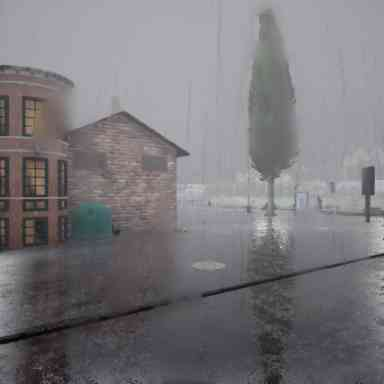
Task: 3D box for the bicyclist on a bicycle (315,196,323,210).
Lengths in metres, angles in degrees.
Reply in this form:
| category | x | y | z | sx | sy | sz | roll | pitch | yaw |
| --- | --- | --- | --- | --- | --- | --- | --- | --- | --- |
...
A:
| category | x | y | z | sx | sy | sz | roll | pitch | yaw |
| --- | --- | --- | --- | --- | --- | --- | --- | --- | --- |
| bicyclist on a bicycle | 15.318 | 1.349 | 40.146 | 1.656 | 1.620 | 0.582 | 0 | 0 | -36 |
